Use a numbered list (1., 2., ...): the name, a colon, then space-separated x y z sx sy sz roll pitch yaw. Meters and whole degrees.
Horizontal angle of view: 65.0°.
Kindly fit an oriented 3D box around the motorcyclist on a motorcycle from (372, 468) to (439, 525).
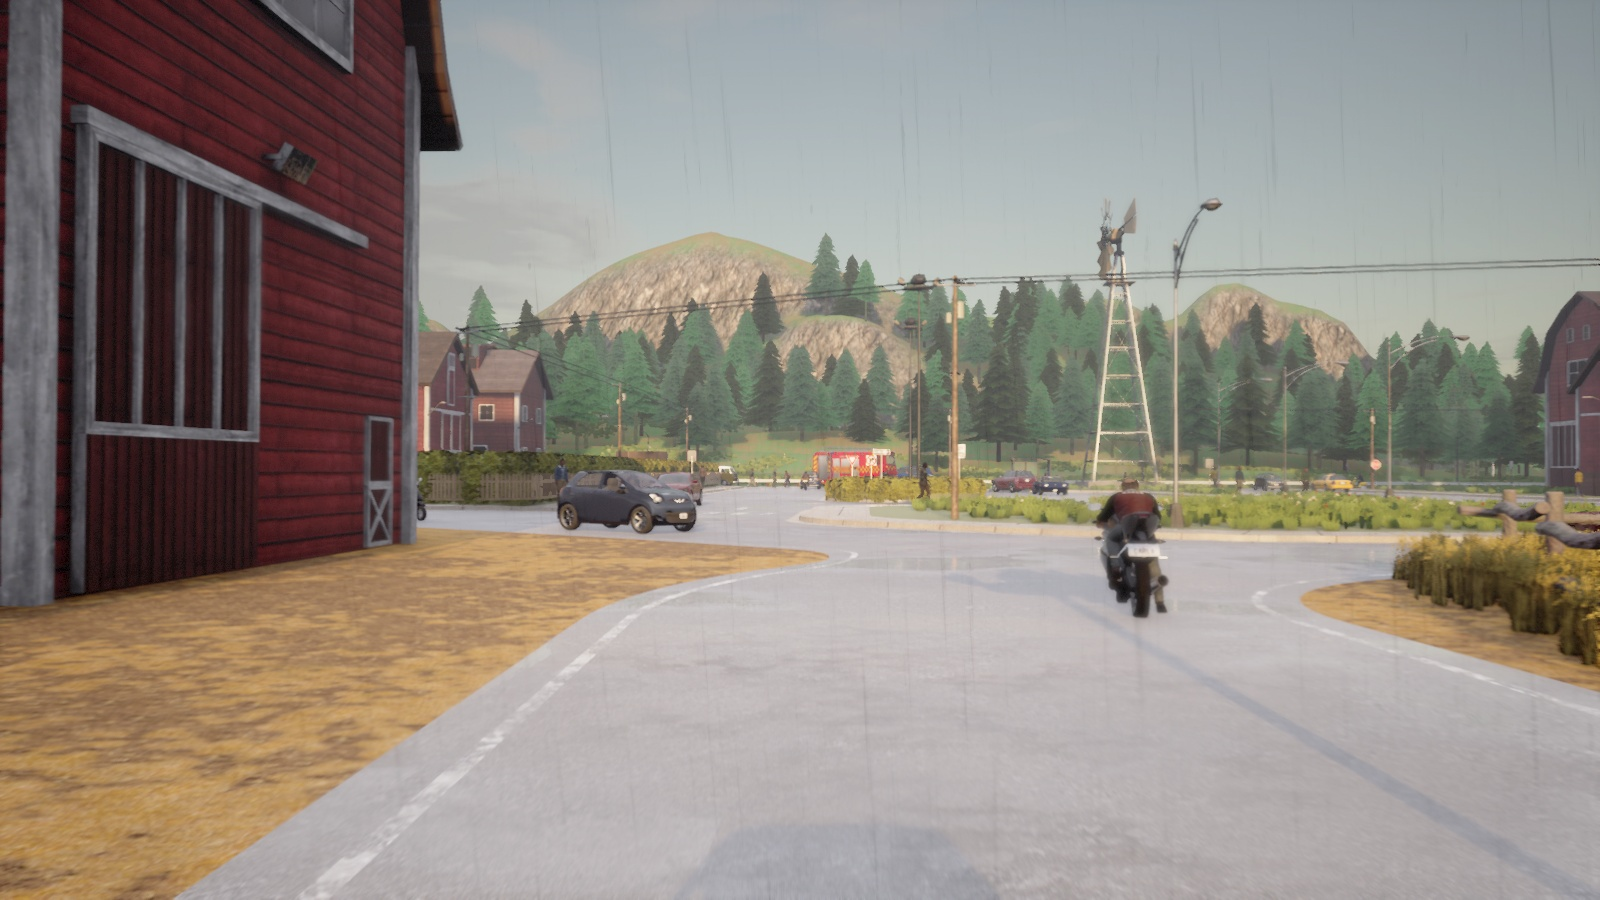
1. motorcyclist on a motorcycle: -11.301 1.323 35.975 1.817 1.590 0.866 -2 -2 32

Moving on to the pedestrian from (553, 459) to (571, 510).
1. pedestrian: -9.167 1.315 48.417 0.423 1.949 0.788 0 -1 -32

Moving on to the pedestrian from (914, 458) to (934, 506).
1. pedestrian: 5.086 1.310 51.386 0.692 1.930 0.395 0 -1 -27

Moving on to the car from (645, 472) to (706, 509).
1. car: -5.388 1.731 54.757 1.882 1.535 5.008 0 -1 3

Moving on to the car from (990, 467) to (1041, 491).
1. car: 16.161 2.191 94.523 2.097 1.767 4.553 0 -1 -15

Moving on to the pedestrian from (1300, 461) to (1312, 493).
1. pedestrian: 30.805 1.627 76.480 0.423 1.949 0.788 0 -1 3

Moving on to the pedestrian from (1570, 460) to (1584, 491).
1. pedestrian: 47.468 1.564 76.699 0.431 1.840 0.709 0 -1 2

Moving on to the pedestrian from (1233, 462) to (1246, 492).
1. pedestrian: 26.583 1.643 75.947 0.370 1.835 0.726 0 -1 -10

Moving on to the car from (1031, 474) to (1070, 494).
1. car: 17.010 2.277 85.405 1.895 1.301 4.718 0 -1 3

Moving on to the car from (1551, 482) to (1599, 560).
1. car: 16.004 1.216 21.824 4.718 1.301 1.895 0 -1 1

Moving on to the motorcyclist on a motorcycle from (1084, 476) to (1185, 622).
1. motorcyclist on a motorcycle: 3.803 1.076 14.453 0.866 1.530 2.191 0 -1 8

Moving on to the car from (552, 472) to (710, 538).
1. car: -4.190 1.305 30.944 3.633 1.501 1.845 -1 -1 37
